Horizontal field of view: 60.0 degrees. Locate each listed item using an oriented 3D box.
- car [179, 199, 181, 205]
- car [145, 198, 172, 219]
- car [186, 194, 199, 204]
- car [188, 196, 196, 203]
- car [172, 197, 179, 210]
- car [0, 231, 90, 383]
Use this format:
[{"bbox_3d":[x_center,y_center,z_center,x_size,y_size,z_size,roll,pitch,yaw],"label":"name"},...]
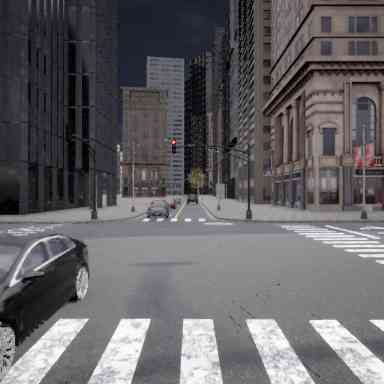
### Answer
[{"bbox_3d":[-3.059,1.673,61.570,1.994,1.385,4.181,0,0,0],"label":"car"},{"bbox_3d":[-2.945,1.535,29.399,1.837,1.490,4.892,0,0,-2],"label":"car"},{"bbox_3d":[0.102,1.341,64.856,2.150,2.045,5.566,0,0,0],"label":"car"},{"bbox_3d":[0.000,1.657,75.286,1.837,1.490,4.892,0,0,0],"label":"car"},{"bbox_3d":[-3.071,1.540,44.123,1.882,1.535,5.008,0,1,0],"label":"car"},{"bbox_3d":[-3.103,1.458,5.299,2.128,1.511,4.902,0,1,0],"label":"car"}]
